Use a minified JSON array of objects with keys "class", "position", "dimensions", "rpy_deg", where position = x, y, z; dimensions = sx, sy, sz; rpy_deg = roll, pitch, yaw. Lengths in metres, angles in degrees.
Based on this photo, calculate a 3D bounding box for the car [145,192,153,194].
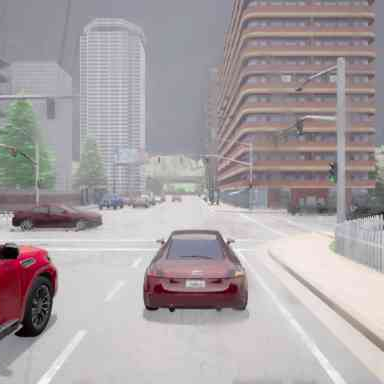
[{"class":"car","position":[-10.567,1.225,74.763],"dimensions":[2.150,2.045,5.566],"rpy_deg":[0,0,0]}]

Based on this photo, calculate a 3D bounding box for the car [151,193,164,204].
[{"class":"car","position":[-7.093,1.526,66.025],"dimensions":[1.812,1.442,4.674],"rpy_deg":[0,0,0]}]

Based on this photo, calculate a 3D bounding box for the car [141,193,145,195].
[{"class":"car","position":[-10.602,1.505,64.235],"dimensions":[1.837,1.490,4.892],"rpy_deg":[0,0,0]}]

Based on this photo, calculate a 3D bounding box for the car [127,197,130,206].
[{"class":"car","position":[-10.638,1.526,53.803],"dimensions":[1.812,1.442,4.674],"rpy_deg":[0,0,0]}]

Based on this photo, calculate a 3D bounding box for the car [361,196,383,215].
[{"class":"car","position":[19.834,1.297,34.194],"dimensions":[4.553,1.767,2.097],"rpy_deg":[0,0,-27]}]

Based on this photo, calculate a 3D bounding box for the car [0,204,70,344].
[{"class":"car","position":[-3.434,1.221,3.496],"dimensions":[2.150,2.045,5.566],"rpy_deg":[0,0,0]}]

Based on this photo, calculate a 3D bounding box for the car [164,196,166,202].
[{"class":"car","position":[-7.069,1.499,76.463],"dimensions":[1.837,1.490,4.892],"rpy_deg":[0,0,0]}]

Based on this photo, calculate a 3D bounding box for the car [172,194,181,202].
[{"class":"car","position":[-3.570,1.355,77.687],"dimensions":[2.097,1.767,4.553],"rpy_deg":[0,0,0]}]

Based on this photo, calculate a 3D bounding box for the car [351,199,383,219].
[{"class":"car","position":[16.552,1.422,29.075],"dimensions":[5.008,1.535,1.882],"rpy_deg":[0,0,-20]}]

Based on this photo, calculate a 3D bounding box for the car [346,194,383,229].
[{"class":"car","position":[12.419,1.166,20.619],"dimensions":[5.566,2.045,2.150],"rpy_deg":[0,0,-9]}]

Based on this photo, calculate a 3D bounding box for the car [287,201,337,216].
[{"class":"car","position":[11.395,1.545,31.343],"dimensions":[4.718,1.301,1.895],"rpy_deg":[0,0,-12]}]

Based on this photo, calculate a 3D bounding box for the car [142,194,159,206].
[{"class":"car","position":[-7.138,1.526,55.762],"dimensions":[1.812,1.442,4.674],"rpy_deg":[0,0,0]}]

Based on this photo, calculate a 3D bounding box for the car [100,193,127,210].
[{"class":"car","position":[-10.615,1.221,44.048],"dimensions":[2.150,2.045,5.566],"rpy_deg":[0,0,2]}]

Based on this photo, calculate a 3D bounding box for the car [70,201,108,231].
[{"class":"car","position":[-7.856,1.460,19.635],"dimensions":[5.008,1.535,1.882],"rpy_deg":[0,0,0]}]

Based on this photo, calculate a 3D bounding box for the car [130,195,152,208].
[{"class":"car","position":[-7.124,1.526,46.905],"dimensions":[1.812,1.442,4.674],"rpy_deg":[0,0,-2]}]

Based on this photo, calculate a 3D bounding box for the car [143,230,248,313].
[{"class":"car","position":[0.086,1.564,7.775],"dimensions":[1.994,1.385,4.181],"rpy_deg":[0,0,1]}]
